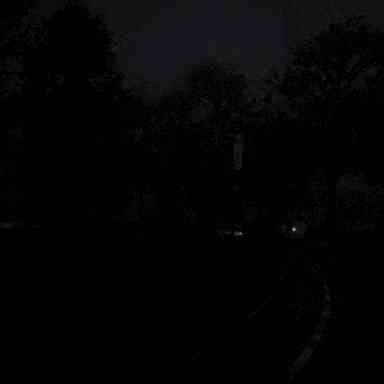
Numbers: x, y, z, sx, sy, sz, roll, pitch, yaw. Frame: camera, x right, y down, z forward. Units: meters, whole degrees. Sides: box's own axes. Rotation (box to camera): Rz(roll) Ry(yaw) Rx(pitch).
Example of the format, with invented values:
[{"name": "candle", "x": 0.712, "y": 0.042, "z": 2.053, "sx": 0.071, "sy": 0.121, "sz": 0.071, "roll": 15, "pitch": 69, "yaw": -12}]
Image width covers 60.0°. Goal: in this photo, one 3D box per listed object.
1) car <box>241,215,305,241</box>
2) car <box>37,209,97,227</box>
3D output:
[{"name": "car", "x": 4.683, "y": 2.039, "z": 19.745, "sx": 1.994, "sy": 1.385, "sz": 4.181, "roll": 0, "pitch": -1, "yaw": -24}, {"name": "car", "x": -10.845, "y": 2.188, "z": 28.958, "sx": 5.008, "sy": 1.535, "sz": 1.882, "roll": 0, "pitch": -2, "yaw": 1}]
